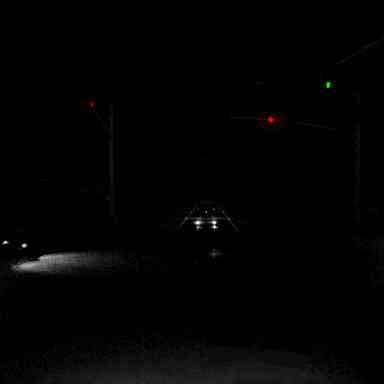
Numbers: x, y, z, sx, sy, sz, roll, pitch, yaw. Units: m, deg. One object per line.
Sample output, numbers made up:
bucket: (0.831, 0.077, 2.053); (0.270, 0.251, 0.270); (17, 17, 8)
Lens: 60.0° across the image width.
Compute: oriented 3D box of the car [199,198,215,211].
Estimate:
car: (1.792, 1.470, 40.684); (1.837, 1.490, 4.892); (0, 0, 3)

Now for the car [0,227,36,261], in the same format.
car: (-7.434, 1.564, 10.870); (4.181, 1.385, 1.994); (0, 0, 1)

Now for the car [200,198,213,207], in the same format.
car: (2.285, 1.566, 50.821); (1.895, 1.301, 4.718); (0, 0, 3)

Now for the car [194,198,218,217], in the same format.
car: (1.361, 1.491, 31.529); (1.812, 1.442, 4.674); (0, 0, 3)
